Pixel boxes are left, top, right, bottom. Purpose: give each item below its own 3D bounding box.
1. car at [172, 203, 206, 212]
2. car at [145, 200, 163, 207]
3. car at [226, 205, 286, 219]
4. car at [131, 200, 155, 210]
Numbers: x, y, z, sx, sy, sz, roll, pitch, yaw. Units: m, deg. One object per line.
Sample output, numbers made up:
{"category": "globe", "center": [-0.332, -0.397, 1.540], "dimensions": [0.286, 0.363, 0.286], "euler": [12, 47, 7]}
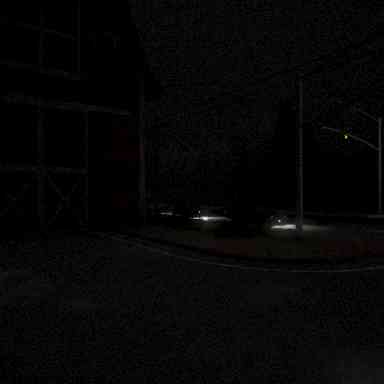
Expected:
{"category": "car", "center": [-0.417, 1.780, 33.781], "dimensions": [1.994, 1.385, 4.181], "euler": [0, 0, -34]}
{"category": "car", "center": [-5.404, 1.862, 41.044], "dimensions": [1.895, 1.301, 4.718], "euler": [0, 0, -34]}
{"category": "car", "center": [4.805, 1.716, 26.171], "dimensions": [2.033, 1.411, 5.357], "euler": [0, 0, -34]}
{"category": "car", "center": [-7.491, 1.879, 50.613], "dimensions": [1.994, 1.385, 4.181], "euler": [0, 0, -34]}
